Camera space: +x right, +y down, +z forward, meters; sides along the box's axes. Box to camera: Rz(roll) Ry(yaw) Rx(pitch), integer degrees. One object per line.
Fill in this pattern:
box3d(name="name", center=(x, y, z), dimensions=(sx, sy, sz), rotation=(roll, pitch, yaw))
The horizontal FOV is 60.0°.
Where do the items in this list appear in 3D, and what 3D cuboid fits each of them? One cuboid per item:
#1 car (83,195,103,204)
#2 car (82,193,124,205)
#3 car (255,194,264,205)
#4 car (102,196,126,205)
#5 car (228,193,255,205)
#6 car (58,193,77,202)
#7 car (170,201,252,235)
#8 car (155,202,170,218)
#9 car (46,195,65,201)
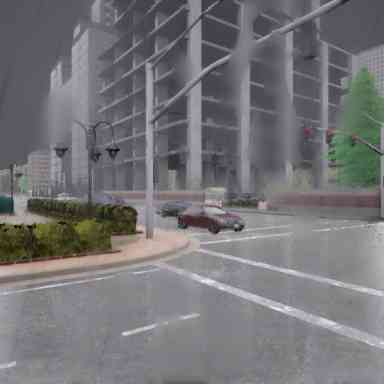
box3d(name="car", center=(-19.444, 1.436, 65.103), dimensions=(2.128, 1.511, 4.902), rotation=(0, 0, -36))
box3d(name="car", center=(-9.018, 1.165, 32.538), dimensions=(2.150, 2.045, 5.566), rotation=(0, 0, -36))
box3d(name="car", center=(9.485, 1.114, 52.365), dimensions=(1.905, 1.878, 3.866), rotation=(0, 0, -36))
box3d(name="car", center=(-13.340, 1.436, 56.692), dimensions=(2.128, 1.511, 4.902), rotation=(0, 0, -36))
box3d(name="car", center=(7.095, 1.114, 50.650), dimensions=(1.905, 1.878, 3.866), rotation=(0, 0, -36))
box3d(name="car", center=(-20.729, 1.245, 54.783), dimensions=(2.150, 2.045, 5.566), rotation=(0, 0, -36))
box3d(name="car", center=(0.909, 1.470, 18.870), dimensions=(1.812, 1.442, 4.674), rotation=(0, 0, -36))
box3d(name="car", center=(-1.040, 1.492, 27.510), dimensions=(2.033, 1.411, 5.357), rotation=(0, 0, -36))
box3d(name="car", center=(-20.437, 1.509, 48.340), dimensions=(1.994, 1.385, 4.181), rotation=(0, 0, -35))
